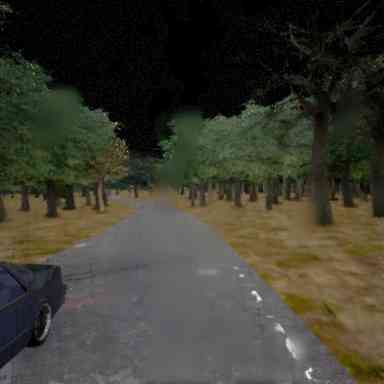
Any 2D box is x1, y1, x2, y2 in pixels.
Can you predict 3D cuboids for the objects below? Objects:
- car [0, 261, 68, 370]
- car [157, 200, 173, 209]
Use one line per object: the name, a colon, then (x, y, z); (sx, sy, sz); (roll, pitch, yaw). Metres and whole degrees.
car: (-3.127, 1.598, 3.714); (2.033, 1.411, 5.357); (0, -1, -1)
car: (-4.365, 2.150, 55.967); (1.994, 1.385, 4.181); (0, 0, -10)
